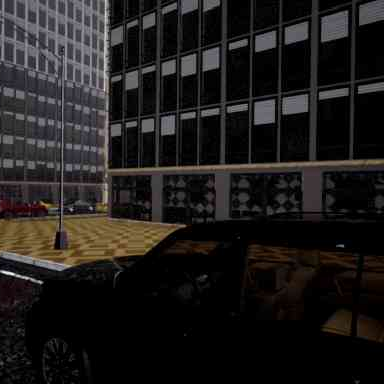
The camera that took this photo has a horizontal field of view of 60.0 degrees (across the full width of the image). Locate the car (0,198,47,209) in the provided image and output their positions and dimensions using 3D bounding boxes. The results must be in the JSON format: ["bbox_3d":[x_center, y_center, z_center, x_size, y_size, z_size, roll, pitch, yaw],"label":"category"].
[{"bbox_3d":[-16.126,1.518,31.048,2.192,1.841,5.009,1,0,37],"label":"car"}]

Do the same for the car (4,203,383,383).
[{"bbox_3d":[0.699,1.221,3.184,5.566,2.045,2.150,0,0,36],"label":"car"}]

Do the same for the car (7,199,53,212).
[{"bbox_3d":[-19.596,1.642,40.433,1.752,1.417,4.829,1,0,37],"label":"car"}]

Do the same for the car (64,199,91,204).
[{"bbox_3d":[-14.699,1.705,42.664,1.837,1.490,4.892,1,0,37],"label":"car"}]

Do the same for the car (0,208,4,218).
[{"bbox_3d":[-7.283,1.347,8.905,4.553,1.767,2.097,0,0,36],"label":"car"}]
